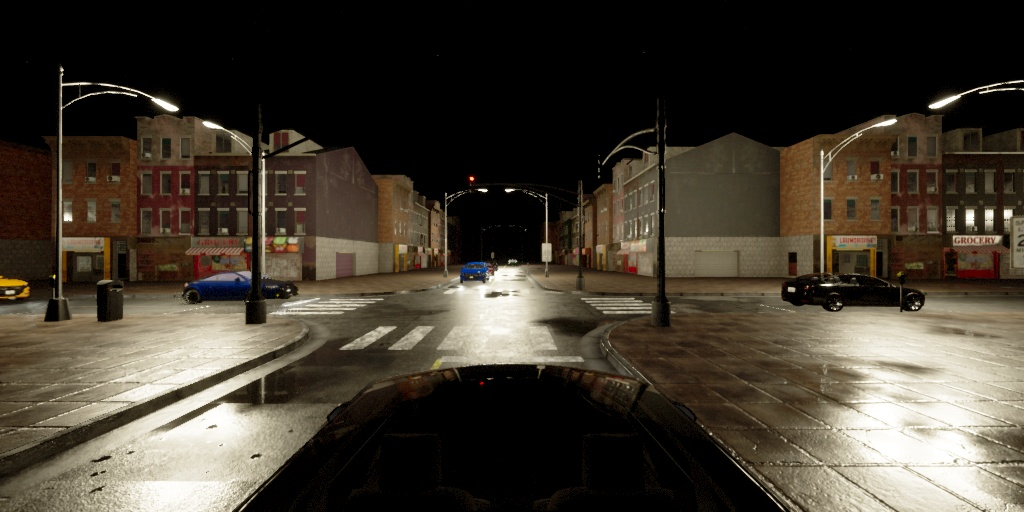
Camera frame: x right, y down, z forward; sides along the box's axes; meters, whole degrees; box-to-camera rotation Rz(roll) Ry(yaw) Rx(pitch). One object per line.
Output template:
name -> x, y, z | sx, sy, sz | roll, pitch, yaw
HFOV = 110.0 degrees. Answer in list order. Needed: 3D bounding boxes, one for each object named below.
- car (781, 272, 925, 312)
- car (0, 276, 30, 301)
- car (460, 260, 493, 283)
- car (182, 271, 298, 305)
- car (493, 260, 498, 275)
car -> 12.359, 1.266, 13.176 | 4.313, 1.339, 1.948 | 0, 0, 0
car -> -24.510, 1.305, 15.763 | 5.008, 1.535, 1.882 | 0, 0, 0
car -> -2.822, 1.238, 27.920 | 1.882, 1.535, 5.008 | 0, 0, 1
car -> -11.866, 1.347, 15.817 | 4.181, 1.385, 1.994 | 0, 0, -1
car -> -2.832, 1.332, 37.871 | 1.994, 1.385, 4.181 | 0, 0, 0
